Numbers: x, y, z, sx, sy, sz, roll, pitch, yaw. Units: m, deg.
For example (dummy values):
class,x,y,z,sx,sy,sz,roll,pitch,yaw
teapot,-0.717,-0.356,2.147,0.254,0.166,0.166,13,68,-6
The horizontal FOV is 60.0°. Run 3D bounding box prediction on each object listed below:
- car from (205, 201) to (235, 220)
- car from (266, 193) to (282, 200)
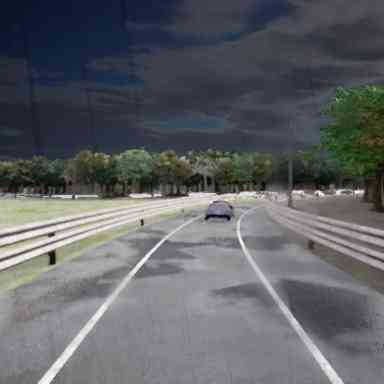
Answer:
class,x,y,z,sx,sy,sz,roll,pitch,yaw
car,2.228,1.353,25.658,1.994,1.385,4.181,1,1,11
car,14.125,0.865,57.137,2.128,1.511,4.902,1,1,30
